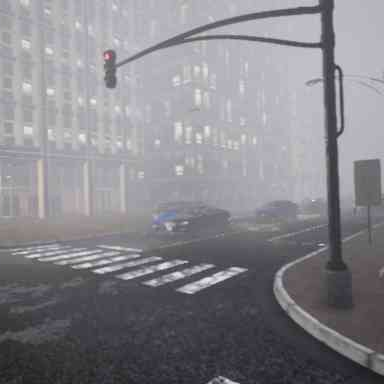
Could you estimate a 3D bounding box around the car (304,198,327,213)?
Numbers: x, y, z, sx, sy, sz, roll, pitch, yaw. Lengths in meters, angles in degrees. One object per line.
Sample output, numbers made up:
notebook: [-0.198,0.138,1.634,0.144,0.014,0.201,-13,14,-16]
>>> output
car: [13.178,1.425,34.144,1.895,1.301,4.718,-2,-1,39]

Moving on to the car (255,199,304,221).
car: [6.751,1.402,26.216,1.882,1.535,5.008,-2,-1,39]

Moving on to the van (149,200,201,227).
van: [-0.875,1.436,20.919,1.690,1.788,3.998,-2,-1,39]

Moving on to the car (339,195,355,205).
car: [23.564,1.157,51.126,1.967,1.590,4.097,-3,-1,39]

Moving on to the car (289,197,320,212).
car: [12.987,1.404,38.046,1.752,1.417,4.829,-2,-1,39]

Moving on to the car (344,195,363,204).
car: [26.951,1.191,55.309,1.752,1.417,4.829,-3,-1,39]

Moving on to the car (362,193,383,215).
car: [16.108,0.980,28.597,2.192,1.841,5.009,-3,-1,39]

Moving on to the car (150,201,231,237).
car: [0.354,1.517,18.328,2.128,1.511,4.902,-2,-1,37]

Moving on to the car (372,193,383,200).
car: [41.022,1.008,72.702,2.008,1.369,4.403,-3,-1,39]
